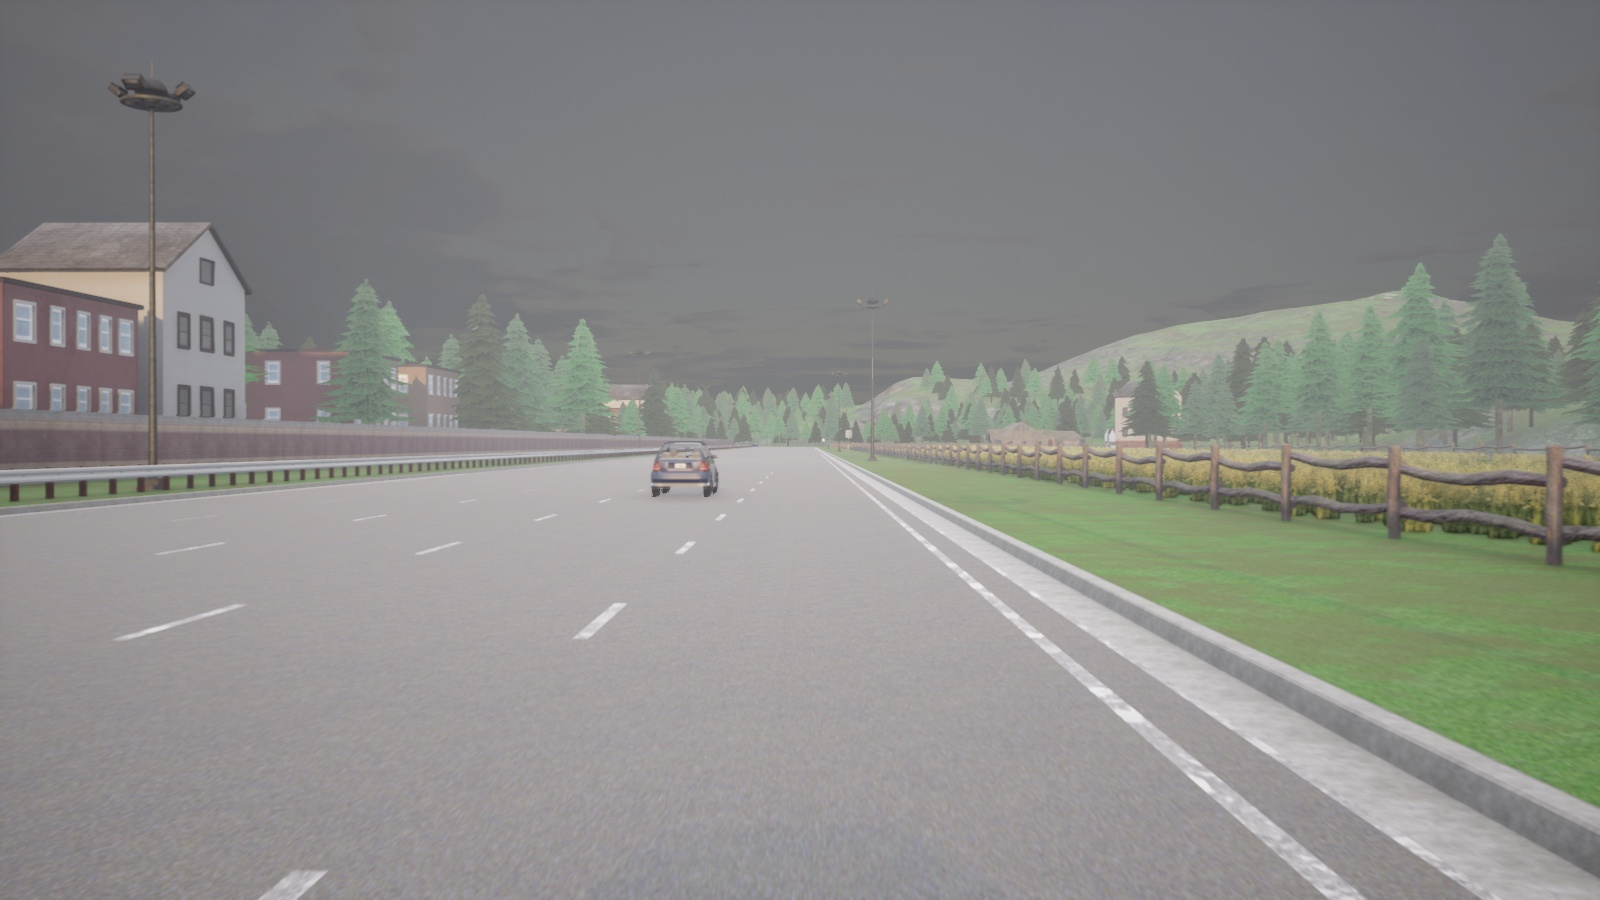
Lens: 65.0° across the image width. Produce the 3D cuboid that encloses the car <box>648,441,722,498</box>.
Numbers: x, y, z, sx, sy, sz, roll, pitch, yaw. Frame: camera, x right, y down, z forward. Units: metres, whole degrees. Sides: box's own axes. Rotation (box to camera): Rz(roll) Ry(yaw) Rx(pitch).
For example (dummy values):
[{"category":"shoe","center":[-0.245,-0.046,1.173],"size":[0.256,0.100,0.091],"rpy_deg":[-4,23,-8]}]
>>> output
[{"category":"car","center":[-3.275,0.518,36.337],"size":[1.789,1.549,3.705],"rpy_deg":[0,0,0]}]
